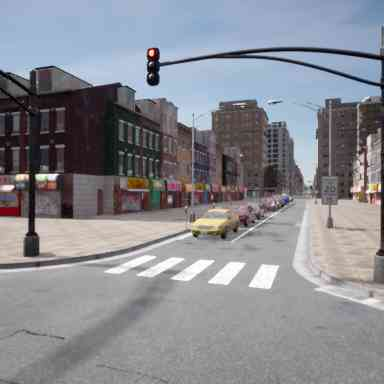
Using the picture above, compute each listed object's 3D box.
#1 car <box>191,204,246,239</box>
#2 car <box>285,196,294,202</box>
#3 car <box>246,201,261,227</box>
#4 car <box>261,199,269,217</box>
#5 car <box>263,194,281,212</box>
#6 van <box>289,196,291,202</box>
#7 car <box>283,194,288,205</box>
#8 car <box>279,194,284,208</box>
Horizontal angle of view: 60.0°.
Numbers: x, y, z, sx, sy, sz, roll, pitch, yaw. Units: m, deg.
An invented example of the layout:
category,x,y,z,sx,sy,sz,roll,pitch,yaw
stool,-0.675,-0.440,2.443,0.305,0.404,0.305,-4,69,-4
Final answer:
category,x,y,z,sx,sy,sz,roll,pitch,yaw
car,1.334,1.488,17.325,1.752,1.417,4.829,1,0,19
car,23.709,1.577,80.940,1.947,1.339,4.313,1,0,19
car,3.250,1.505,22.772,1.887,1.381,4.507,1,0,19
car,5.110,1.540,28.061,1.802,1.307,4.206,1,0,19
car,8.831,1.401,38.636,1.967,1.590,4.097,1,0,19
van,16.271,1.319,59.787,1.690,1.788,3.998,1,0,19
car,12.552,1.283,49.211,2.192,1.841,5.009,1,0,19
car,10.691,1.404,43.923,1.967,1.590,4.097,1,0,19
